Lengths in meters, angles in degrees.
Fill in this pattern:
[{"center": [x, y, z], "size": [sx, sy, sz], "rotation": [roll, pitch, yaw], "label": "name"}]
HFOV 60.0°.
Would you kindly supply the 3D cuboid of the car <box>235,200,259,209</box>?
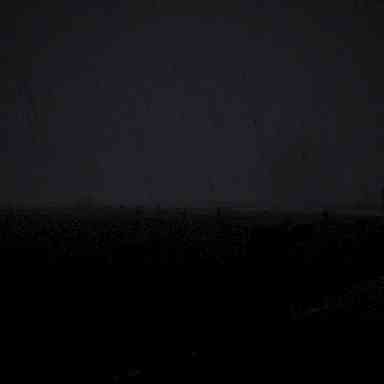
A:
[{"center": [9.201, 2.124, 55.999], "size": [1.994, 1.385, 4.181], "rotation": [-1, 1, -36], "label": "car"}]
